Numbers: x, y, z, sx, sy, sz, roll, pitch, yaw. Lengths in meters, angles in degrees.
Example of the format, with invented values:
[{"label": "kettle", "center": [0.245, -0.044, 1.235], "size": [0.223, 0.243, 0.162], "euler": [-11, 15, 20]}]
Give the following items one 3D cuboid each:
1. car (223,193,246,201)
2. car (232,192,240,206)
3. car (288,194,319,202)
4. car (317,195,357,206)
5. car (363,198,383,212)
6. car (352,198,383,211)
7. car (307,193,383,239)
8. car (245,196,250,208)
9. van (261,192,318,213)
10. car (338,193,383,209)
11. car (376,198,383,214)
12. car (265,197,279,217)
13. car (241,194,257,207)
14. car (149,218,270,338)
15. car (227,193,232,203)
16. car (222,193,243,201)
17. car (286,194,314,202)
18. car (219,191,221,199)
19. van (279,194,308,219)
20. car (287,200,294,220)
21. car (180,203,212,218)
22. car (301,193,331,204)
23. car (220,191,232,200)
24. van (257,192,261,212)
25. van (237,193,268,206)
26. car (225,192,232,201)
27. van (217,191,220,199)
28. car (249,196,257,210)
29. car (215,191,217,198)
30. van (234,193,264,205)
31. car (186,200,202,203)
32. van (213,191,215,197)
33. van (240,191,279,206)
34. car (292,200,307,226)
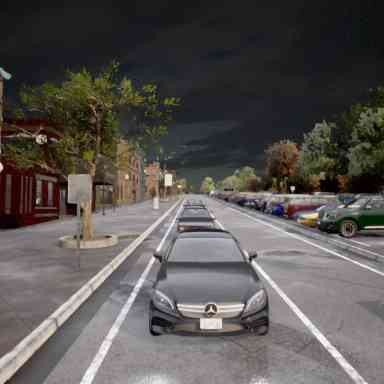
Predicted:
[{"label": "car", "center": [8.887, 1.038, 70.306], "size": [4.553, 1.767, 2.185], "euler": [0, 1, 0]}, {"label": "car", "center": [9.044, 1.112, 47.880], "size": [5.566, 2.045, 2.435], "euler": [0, 1, 0]}, {"label": "car", "center": [21.848, 1.208, 65.188], "size": [5.366, 1.575, 1.946], "euler": [0, 1, 0]}, {"label": "car", "center": [22.315, 1.332, 51.313], "size": [5.366, 1.575, 1.946], "euler": [0, 1, 0]}, {"label": "car", "center": [22.195, 1.468, 37.426], "size": [4.792, 1.488, 2.163], "euler": [0, 0, 0]}, {"label": "car", "center": [22.234, 1.451, 40.209], "size": [4.792, 1.488, 2.163], "euler": [0, 0, 0]}, {"label": "car", "center": [9.256, 1.220, 17.038], "size": [5.566, 2.045, 2.435], "euler": [0, 0, 0]}, {"label": "car", "center": [9.127, 1.465, 39.471], "size": [4.674, 1.452, 2.002], "euler": [0, 0, 0]}, {"label": "van", "center": [9.071, 1.230, 31.057], "size": [4.442, 1.987, 1.878], "euler": [0, 0, 0]}, {"label": "car", "center": [22.157, 1.153, 42.982], "size": [5.566, 2.045, 2.435], "euler": [0, 0, 0]}, {"label": "car", "center": [22.428, 1.444, 34.655], "size": [5.366, 1.575, 1.946], "euler": [0, 0, 0]}, {"label": "car", "center": [9.202, 1.460, 28.251], "size": [5.008, 1.535, 2.097], "euler": [0, 0, 0]}, {"label": "car", "center": [9.117, 1.408, 42.274], "size": [4.892, 1.521, 2.231], "euler": [0, 0, 0]}, {"label": "car", "center": [0.254, 1.524, 6.834], "size": [1.812, 1.442, 4.674], "euler": [0, 0, 0]}, {"label": "car", "center": [9.008, 1.290, 56.293], "size": [4.892, 1.521, 2.231], "euler": [0, 1, 0]}, {"label": "car", "center": [8.868, 1.013, 73.110], "size": [4.553, 1.767, 2.185], "euler": [0, 1, 0]}, {"label": "car", "center": [22.020, 1.187, 67.966], "size": [4.892, 1.521, 2.231], "euler": [0, 1, 0]}, {"label": "car", "center": [8.909, 0.937, 67.502], "size": [5.566, 2.045, 2.435], "euler": [0, 1, 0]}, {"label": "van", "center": [9.343, 1.237, 25.448], "size": [4.442, 1.987, 1.878], "euler": [0, 0, 0]}, {"label": "car", "center": [9.248, 1.506, 22.645], "size": [4.674, 1.452, 2.002], "euler": [0, 0, 0]}, {"label": "car", "center": [0.197, 1.532, 17.413], "size": [2.033, 1.411, 5.357], "euler": [0, 0, 0]}, {"label": "car", "center": [22.103, 1.135, 59.639], "size": [4.553, 1.767, 2.185], "euler": [0, 1, 0]}, {"label": "car", "center": [8.928, 0.962, 64.699], "size": [5.566, 2.045, 2.435], "euler": [0, 1, 0]}, {"label": "van", "center": [9.285, 1.222, 33.860], "size": [4.442, 1.987, 1.878], "euler": [0, 0, 0]}, {"label": "van", "center": [9.170, 1.113, 50.685], "size": [4.442, 1.987, 1.878], "euler": [0, 1, 0]}, {"label": "car", "center": [8.974, 1.279, 61.899], "size": [4.674, 1.452, 2.002], "euler": [0, 1, 0]}, {"label": "van", "center": [8.744, 0.863, 78.714], "size": [4.442, 1.987, 1.878], "euler": [0, 1, 0]}, {"label": "car", "center": [9.179, 1.469, 36.663], "size": [4.792, 1.488, 2.163], "euler": [0, 0, 0]}, {"label": "car", "center": [8.836, 1.064, 81.520], "size": [5.008, 1.535, 2.097], "euler": [0, 1, 0]}, {"label": "van", "center": [9.151, 1.088, 53.488], "size": [4.442, 1.987, 1.878], "euler": [0, 1, 0]}, {"label": "car", "center": [0.227, 1.442, 29.861], "size": [2.128, 1.511, 4.902], "euler": [0, 0, 0]}, {"label": "van", "center": [8.667, 0.763, 89.927], "size": [4.442, 1.987, 1.878], "euler": [0, 1, 0]}, {"label": "van", "center": [9.208, 1.163, 45.080], "size": [4.442, 1.987, 1.878], "euler": [0, 0, 0]}, {"label": "car", "center": [9.079, 1.466, 19.840], "size": [5.366, 1.575, 1.946], "euler": [0, 0, 0]}]
